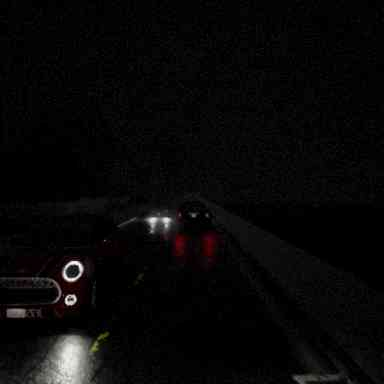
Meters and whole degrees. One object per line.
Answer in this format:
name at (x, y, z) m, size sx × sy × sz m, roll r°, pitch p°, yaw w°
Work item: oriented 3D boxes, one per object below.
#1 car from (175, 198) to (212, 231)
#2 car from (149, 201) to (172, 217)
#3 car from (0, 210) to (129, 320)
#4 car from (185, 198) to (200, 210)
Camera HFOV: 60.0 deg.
car at (0.092, 1.357, 20.871) m, size 2.097 × 1.767 × 4.553 m, roll 0°, pitch 0°, yaw 0°
car at (-2.860, 1.552, 31.445) m, size 2.033 × 1.411 × 5.357 m, roll 0°, pitch 0°, yaw 0°
car at (-2.830, 1.355, 7.594) m, size 2.097 × 1.767 × 4.553 m, roll 0°, pitch 0°, yaw 0°
car at (0.086, 1.529, 43.548) m, size 1.812 × 1.442 × 4.674 m, roll 0°, pitch 0°, yaw 0°
